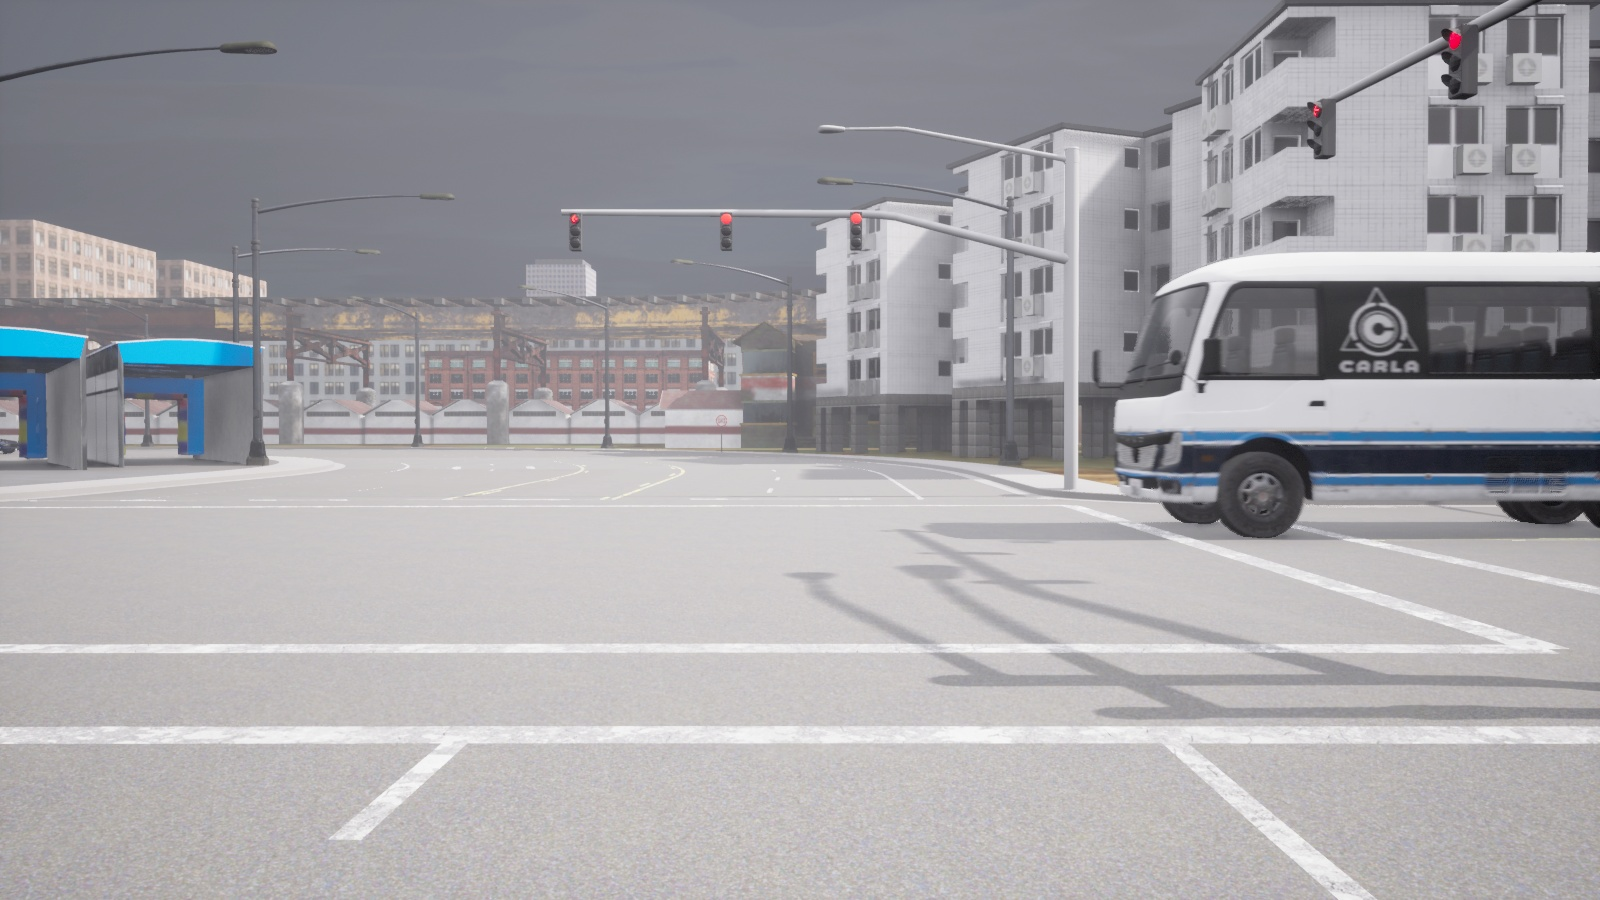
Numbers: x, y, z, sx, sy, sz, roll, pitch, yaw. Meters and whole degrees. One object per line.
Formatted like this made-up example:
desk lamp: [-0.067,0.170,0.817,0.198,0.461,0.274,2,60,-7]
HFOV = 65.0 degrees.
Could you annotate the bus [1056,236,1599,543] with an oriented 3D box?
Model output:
bus: [9.522,-0.861,19.465,10.273,4.253,3.944,0,1,-1]

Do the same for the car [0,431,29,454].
car: [-51.013,-0.495,77.703,5.357,1.411,2.033,0,1,1]
